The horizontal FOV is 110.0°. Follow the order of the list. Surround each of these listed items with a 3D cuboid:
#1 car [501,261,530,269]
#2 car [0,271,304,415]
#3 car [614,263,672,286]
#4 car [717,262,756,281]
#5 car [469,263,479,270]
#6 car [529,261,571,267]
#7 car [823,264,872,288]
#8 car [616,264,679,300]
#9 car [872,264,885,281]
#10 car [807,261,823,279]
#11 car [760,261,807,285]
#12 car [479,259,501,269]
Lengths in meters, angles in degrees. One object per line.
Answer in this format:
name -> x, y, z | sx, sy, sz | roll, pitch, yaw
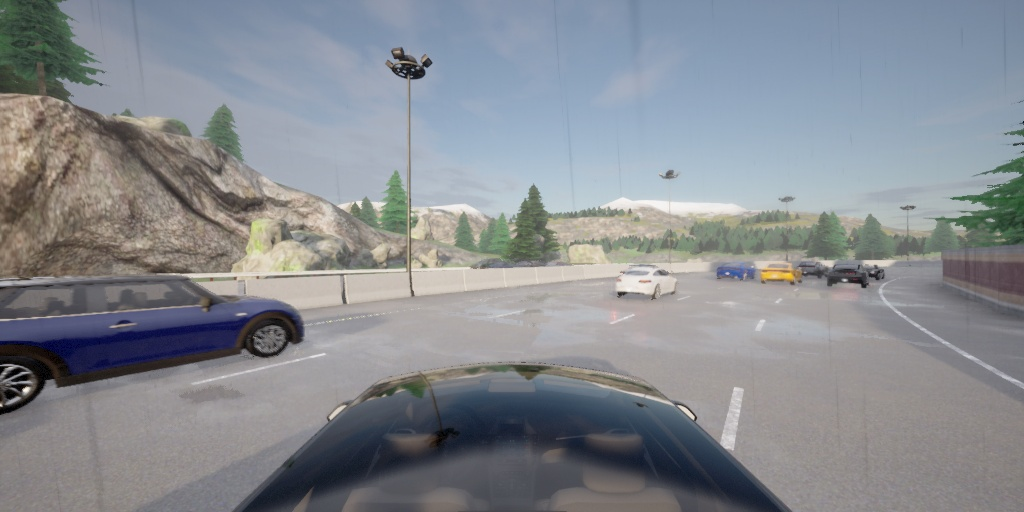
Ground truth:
car -> 1.576, 1.241, 38.120 | 4.902, 1.511, 2.128 | 0, 0, -45
car -> -6.320, 1.102, 6.353 | 2.097, 1.767, 4.553 | 0, 0, 34
car -> 9.671, 1.297, 26.196 | 2.033, 1.411, 5.357 | 0, 0, 44
car -> 19.023, 1.227, 30.285 | 5.008, 1.535, 1.882 | 0, 0, -43
car -> -2.980, 1.102, 43.432 | 4.553, 1.767, 2.097 | 0, 0, -45
car -> 4.235, 1.275, 35.838 | 4.674, 1.442, 1.812 | 0, 0, -45
car -> 22.417, 1.255, 23.886 | 4.892, 1.490, 1.837 | 0, 0, -43
car -> 6.723, 1.275, 17.739 | 1.812, 1.442, 4.674 | 0, 0, 41
car -> 30.379, 1.351, 30.704 | 4.718, 1.301, 1.895 | 0, 0, -39
car -> 27.640, 1.241, 32.969 | 4.902, 1.511, 2.128 | 0, 0, -39
car -> 19.673, 1.227, 26.108 | 5.008, 1.535, 1.882 | 0, 0, -44
car -> -1.134, 1.314, 40.338 | 4.181, 1.385, 1.994 | 0, 0, -45
